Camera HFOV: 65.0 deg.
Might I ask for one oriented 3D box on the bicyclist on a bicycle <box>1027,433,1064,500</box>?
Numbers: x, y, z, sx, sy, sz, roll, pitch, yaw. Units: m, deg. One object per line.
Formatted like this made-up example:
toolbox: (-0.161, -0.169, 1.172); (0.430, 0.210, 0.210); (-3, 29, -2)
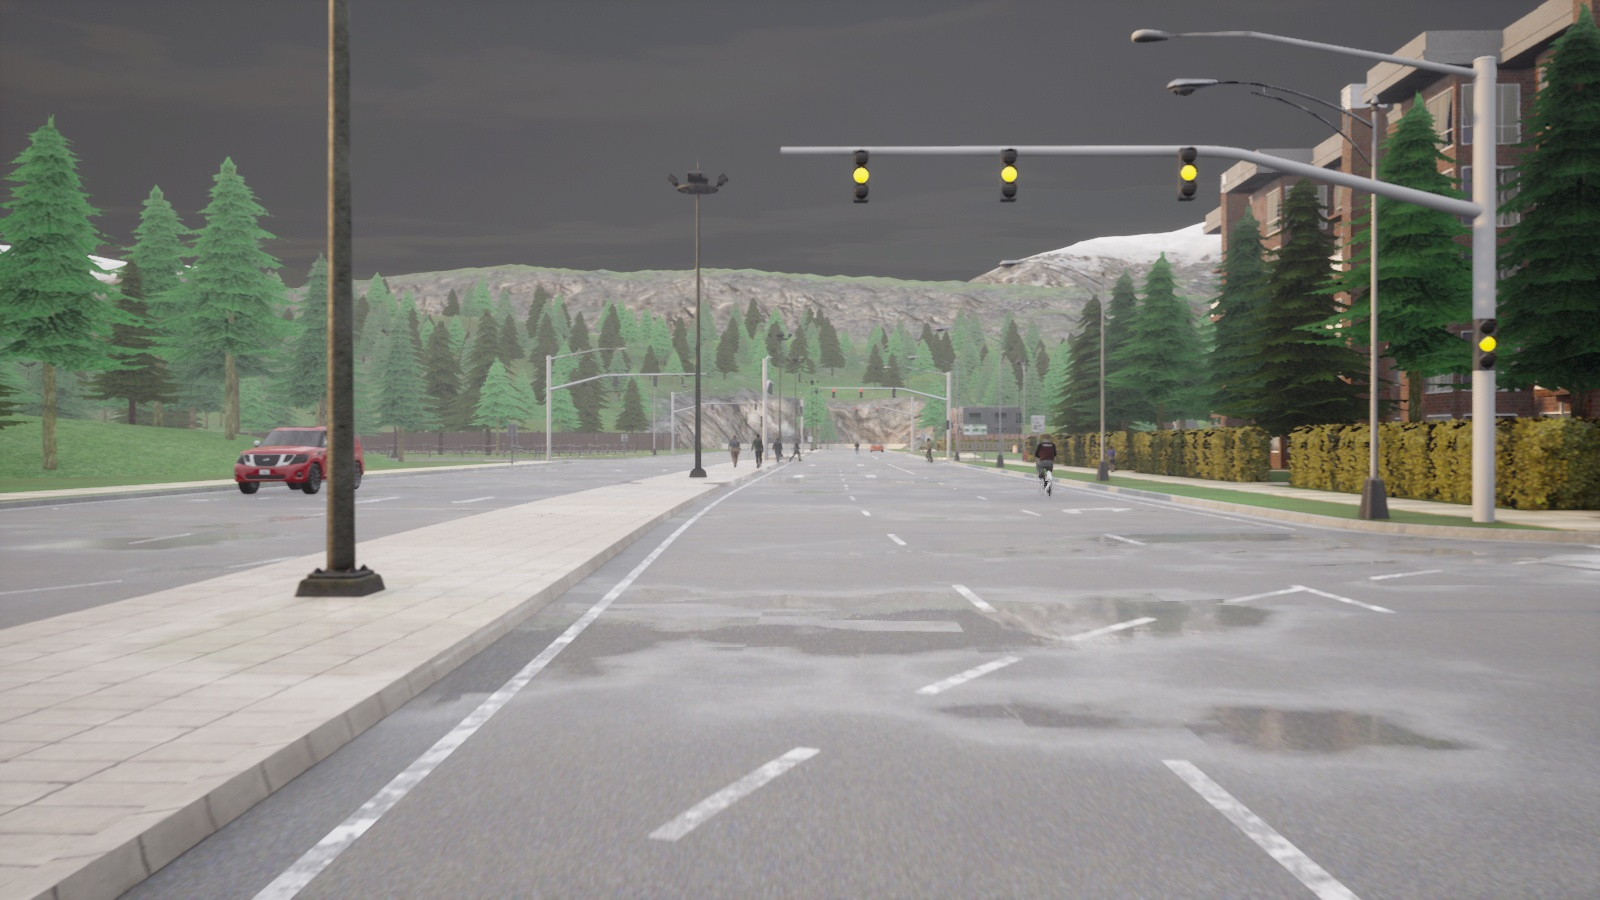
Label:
bicyclist on a bicycle: (6.684, 0.430, 34.261); (0.659, 1.776, 1.843); (0, 0, 1)

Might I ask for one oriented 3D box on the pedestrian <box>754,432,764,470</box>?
pedestrian: (-2.133, 0.037, 65.259); (0.423, 1.949, 0.788); (0, 0, 8)

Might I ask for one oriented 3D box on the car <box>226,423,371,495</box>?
car: (-15.260, 0.238, 38.639); (2.150, 2.045, 5.566); (0, 0, 1)

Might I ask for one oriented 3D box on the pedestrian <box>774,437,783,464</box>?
pedestrian: (-1.501, 0.032, 86.323); (0.563, 1.883, 0.849); (0, 0, 1)

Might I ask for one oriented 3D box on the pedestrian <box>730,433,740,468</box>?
pedestrian: (-3.492, 0.023, 67.742); (0.540, 1.848, 0.694); (0, 0, -3)
